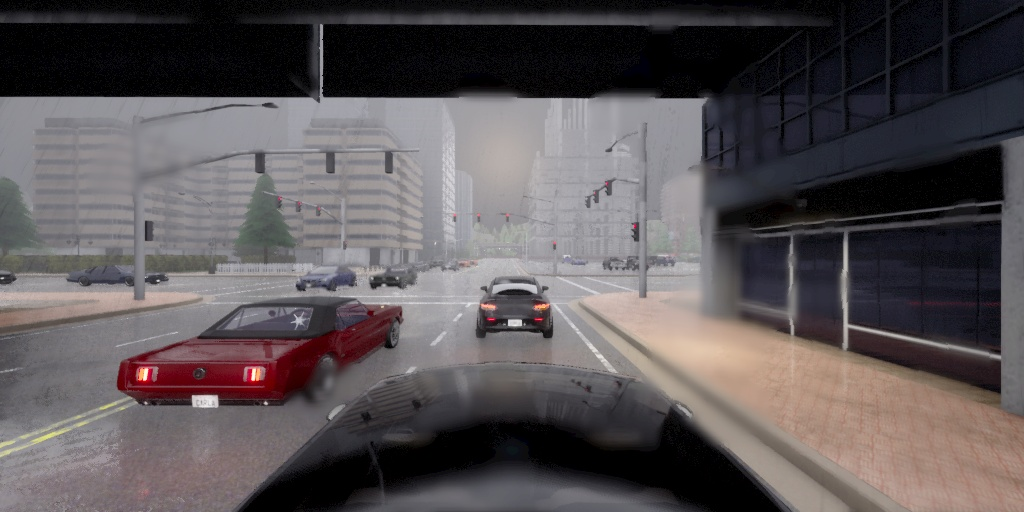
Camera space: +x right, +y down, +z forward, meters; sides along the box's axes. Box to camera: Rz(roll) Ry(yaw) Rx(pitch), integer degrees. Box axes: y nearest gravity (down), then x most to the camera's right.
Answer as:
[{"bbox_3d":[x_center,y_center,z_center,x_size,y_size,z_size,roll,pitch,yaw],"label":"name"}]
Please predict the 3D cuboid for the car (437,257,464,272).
[{"bbox_3d":[-8.090,1.241,47.432,2.128,1.511,4.902,0,0,0],"label":"car"}]

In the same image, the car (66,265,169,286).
[{"bbox_3d":[-26.671,1.297,24.318,5.357,1.411,2.033,0,0,0],"label":"car"}]

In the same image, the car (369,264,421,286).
[{"bbox_3d":[-7.305,1.351,22.433,1.895,1.301,4.718,0,0,-3],"label":"car"}]

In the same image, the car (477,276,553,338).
[{"bbox_3d":[0.074,1.276,10.027,1.812,1.442,4.674,0,0,0],"label":"car"}]

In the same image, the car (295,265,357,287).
[{"bbox_3d":[-10.778,1.275,21.208,1.812,1.442,4.674,0,0,-2],"label":"car"}]

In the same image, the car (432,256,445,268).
[{"bbox_3d":[-11.660,0.973,56.725,2.150,2.045,5.566,0,0,-1],"label":"car"}]

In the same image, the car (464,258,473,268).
[{"bbox_3d":[-8.169,1.102,58.976,2.097,1.767,4.553,0,0,0],"label":"car"}]

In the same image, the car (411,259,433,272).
[{"bbox_3d":[-11.566,1.314,44.638,1.994,1.385,4.181,0,0,0],"label":"car"}]

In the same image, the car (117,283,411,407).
[{"bbox_3d":[-3.439,1.351,6.262,1.895,1.301,4.718,0,0,0],"label":"car"}]

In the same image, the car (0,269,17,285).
[{"bbox_3d":[-36.874,1.255,24.264,4.892,1.490,1.837,0,0,0],"label":"car"}]
